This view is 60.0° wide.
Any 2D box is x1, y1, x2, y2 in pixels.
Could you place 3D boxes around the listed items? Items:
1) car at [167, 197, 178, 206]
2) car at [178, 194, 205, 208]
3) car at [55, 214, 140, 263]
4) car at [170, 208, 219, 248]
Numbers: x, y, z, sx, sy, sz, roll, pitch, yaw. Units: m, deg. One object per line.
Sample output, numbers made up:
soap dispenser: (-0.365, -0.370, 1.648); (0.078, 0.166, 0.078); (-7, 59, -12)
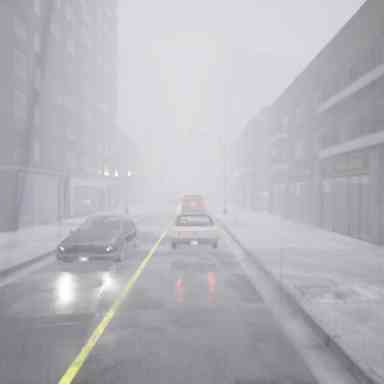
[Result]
car: (-3.064, 1.541, 55.105); (1.812, 1.442, 4.674); (0, 0, 0)
car: (0.094, 1.223, 31.735); (2.150, 2.045, 5.566); (0, 0, 0)
car: (-3.101, 1.547, 12.204); (2.033, 1.411, 5.357); (0, 0, 0)
car: (0.097, 1.601, 14.653); (1.895, 1.301, 4.718); (0, 0, 0)
